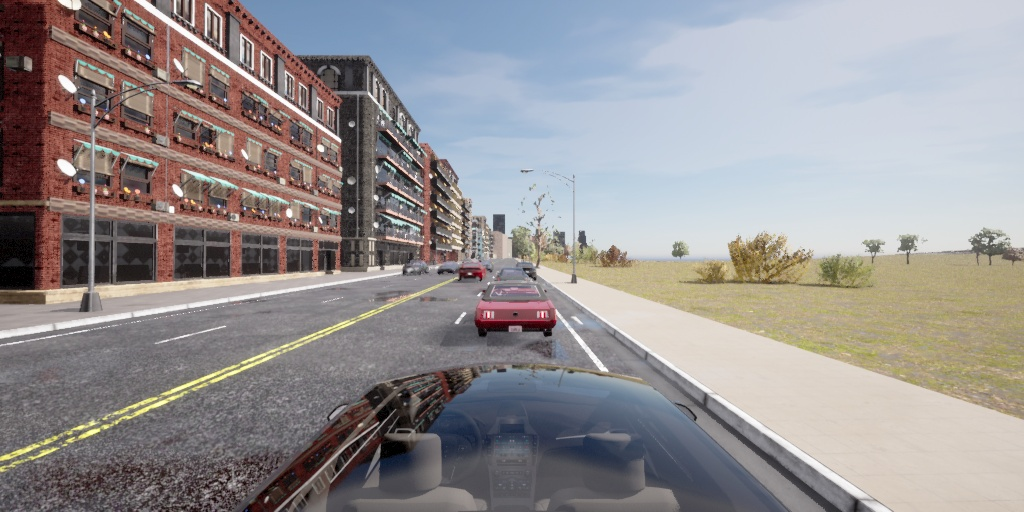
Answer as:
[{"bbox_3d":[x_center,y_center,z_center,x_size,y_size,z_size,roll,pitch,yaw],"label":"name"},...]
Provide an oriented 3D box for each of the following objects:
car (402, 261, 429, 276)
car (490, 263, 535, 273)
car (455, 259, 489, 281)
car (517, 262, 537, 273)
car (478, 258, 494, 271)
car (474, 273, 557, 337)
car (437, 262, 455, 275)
[{"bbox_3d":[-9.958,1.245,37.241,2.128,1.511,4.902,0,0,0],"label":"car"},{"bbox_3d":[0.036,1.317,20.305,1.994,1.385,4.181,0,0,0],"label":"car"},{"bbox_3d":[-3.234,1.231,29.865,1.882,1.535,5.008,0,0,0],"label":"car"},{"bbox_3d":[1.052,1.259,30.298,1.837,1.490,4.892,0,0,0],"label":"car"},{"bbox_3d":[-3.287,1.300,44.682,2.033,1.411,5.357,0,0,1],"label":"car"},{"bbox_3d":[0.075,1.352,10.274,1.895,1.301,4.718,0,0,0],"label":"car"},{"bbox_3d":[-6.711,1.301,38.613,2.033,1.411,5.357,0,0,0],"label":"car"}]
